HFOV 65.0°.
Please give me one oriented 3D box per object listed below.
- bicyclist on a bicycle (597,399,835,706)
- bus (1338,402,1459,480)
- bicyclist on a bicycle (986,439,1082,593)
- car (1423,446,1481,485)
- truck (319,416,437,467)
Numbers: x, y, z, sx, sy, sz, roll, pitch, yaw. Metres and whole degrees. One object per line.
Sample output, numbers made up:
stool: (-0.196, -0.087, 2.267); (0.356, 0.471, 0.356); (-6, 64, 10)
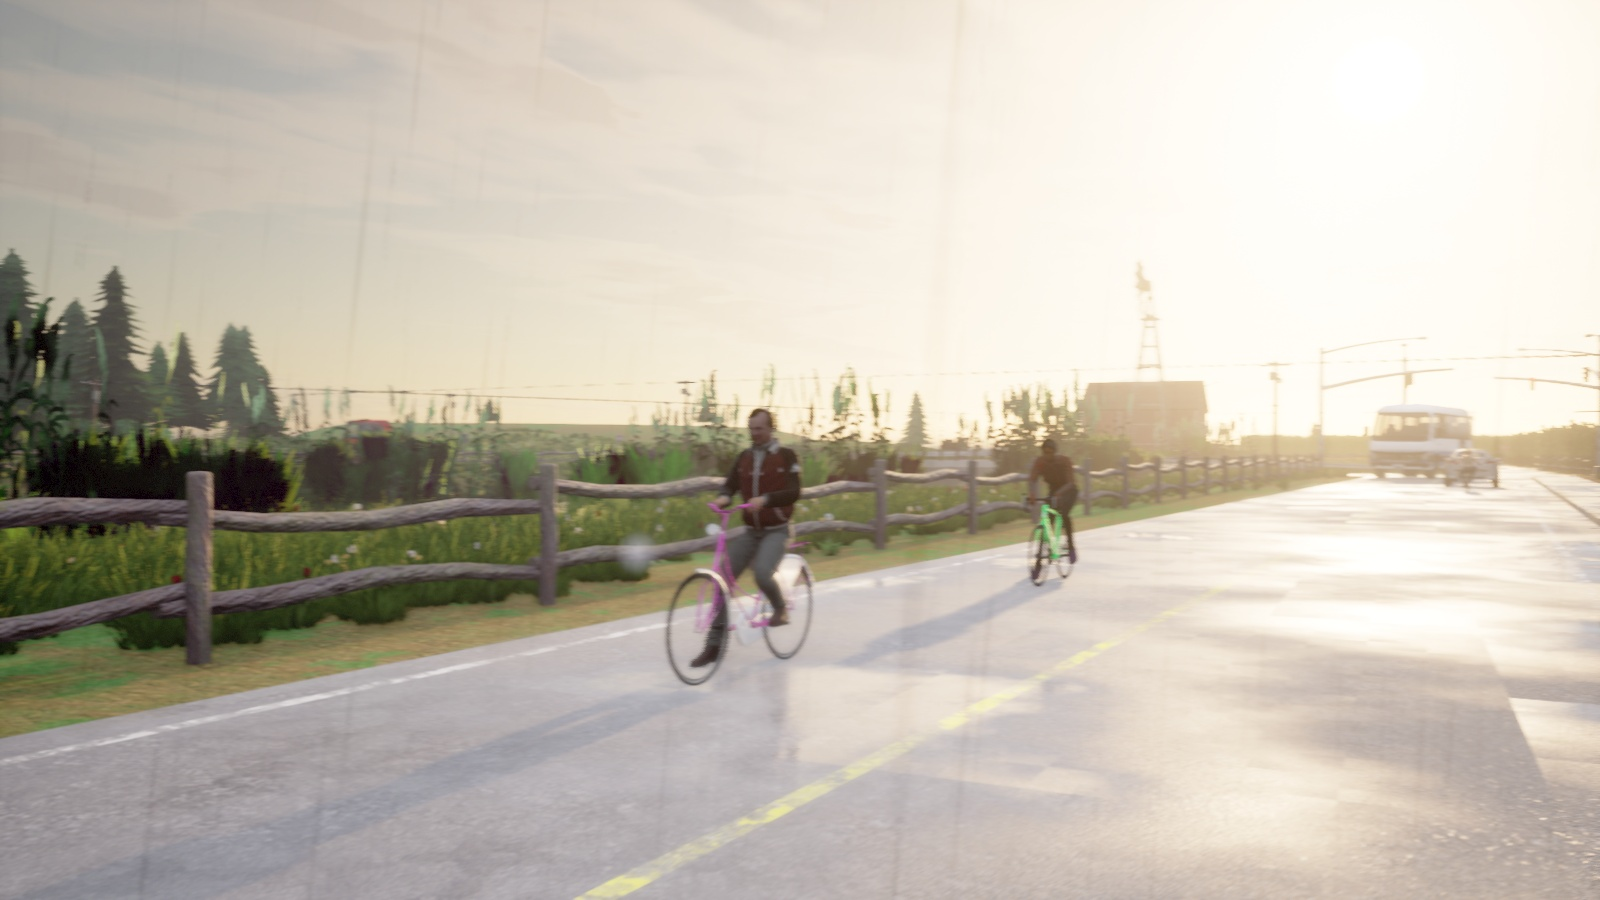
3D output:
bicyclist on a bicycle: (-0.488, 0.597, 8.224); (0.659, 1.776, 1.843); (0, 0, 28)
bus: (35.085, -0.480, 73.368); (3.944, 4.253, 10.273); (1, 0, 40)
bicyclist on a bicycle: (2.643, 0.693, 14.063); (0.582, 1.620, 1.656); (0, 0, 28)
car: (28.760, 0.646, 55.352); (2.152, 1.651, 5.027); (0, 0, 28)
truck: (-29.945, -0.546, 89.494); (2.891, 3.462, 7.936); (0, 0, 32)
